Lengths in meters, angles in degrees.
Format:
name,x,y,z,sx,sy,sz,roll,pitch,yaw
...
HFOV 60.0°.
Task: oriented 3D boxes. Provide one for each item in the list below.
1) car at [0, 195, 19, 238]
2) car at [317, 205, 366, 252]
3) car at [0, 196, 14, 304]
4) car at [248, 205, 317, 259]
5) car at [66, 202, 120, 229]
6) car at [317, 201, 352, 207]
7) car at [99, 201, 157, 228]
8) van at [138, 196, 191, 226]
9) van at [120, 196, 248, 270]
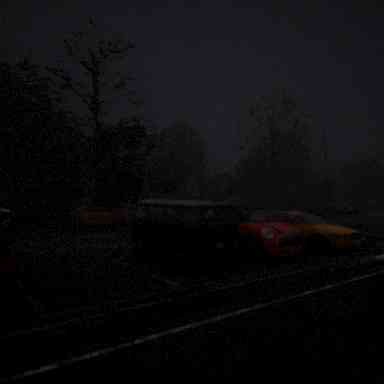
name,x,y,z,sx,sy,sz,roll,pitch,yaw
car,-11.289,1.199,18.227,2.435,2.045,5.566,0,0,-36
car,4.512,1.493,14.299,1.946,1.575,5.366,1,0,-36
car,-5.463,1.201,7.366,2.435,2.045,5.566,0,0,-36
car,2.019,1.346,12.769,2.185,1.767,4.553,1,0,-36
car,-6.776,1.460,21.743,1.946,1.575,5.366,0,0,-36
car,14.643,1.929,36.910,2.002,1.452,4.674,2,-1,-36
car,-4.617,1.476,23.298,1.946,1.575,5.366,1,0,-36
van,-2.172,1.276,24.687,1.878,1.987,4.442,1,0,-36
van,-0.494,1.233,11.063,1.878,1.987,4.442,0,0,-36
